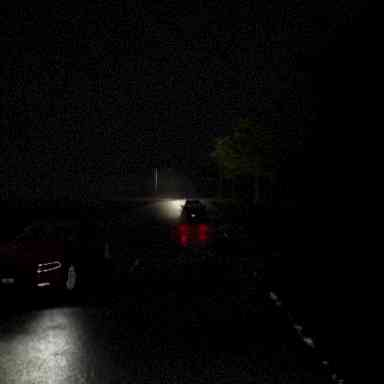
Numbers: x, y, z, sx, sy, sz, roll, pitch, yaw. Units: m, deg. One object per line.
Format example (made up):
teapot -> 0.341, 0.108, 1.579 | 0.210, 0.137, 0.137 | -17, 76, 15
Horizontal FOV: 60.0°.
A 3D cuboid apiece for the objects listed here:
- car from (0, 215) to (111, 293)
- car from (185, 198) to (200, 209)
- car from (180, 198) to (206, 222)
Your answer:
car -> -3.613, 1.466, 9.023 | 1.882, 1.535, 5.008 | 0, 0, 0
car -> 0.087, 1.445, 43.239 | 1.895, 1.301, 4.718 | 0, 0, 0
car -> 0.093, 1.457, 25.673 | 1.812, 1.442, 4.674 | 0, 0, 0
